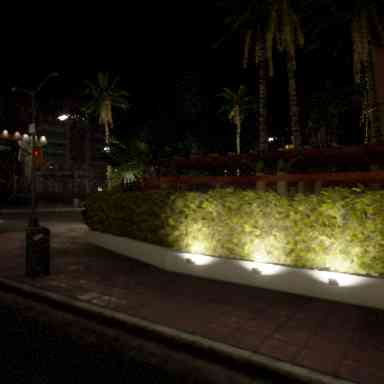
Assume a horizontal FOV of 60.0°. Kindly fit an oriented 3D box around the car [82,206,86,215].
[{"bbox_3d":[-6.944,1.555,28.659,4.902,1.511,2.128,0,0,-41],"label":"car"}]
